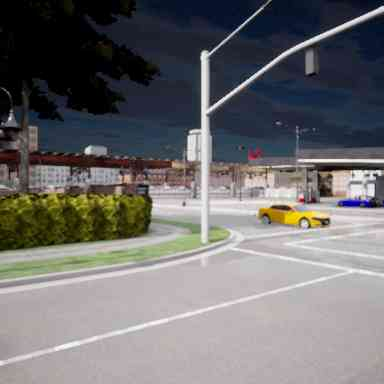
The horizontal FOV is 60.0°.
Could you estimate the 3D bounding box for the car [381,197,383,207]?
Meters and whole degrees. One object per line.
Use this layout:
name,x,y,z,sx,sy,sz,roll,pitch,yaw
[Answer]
car,25.653,1.383,47.334,1.970,1.475,3.806,0,0,-35

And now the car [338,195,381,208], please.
car,21.384,1.231,43.414,2.242,1.667,4.611,0,0,-35

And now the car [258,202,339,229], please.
car,6.503,1.454,21.586,1.882,1.535,5.008,0,1,-35
